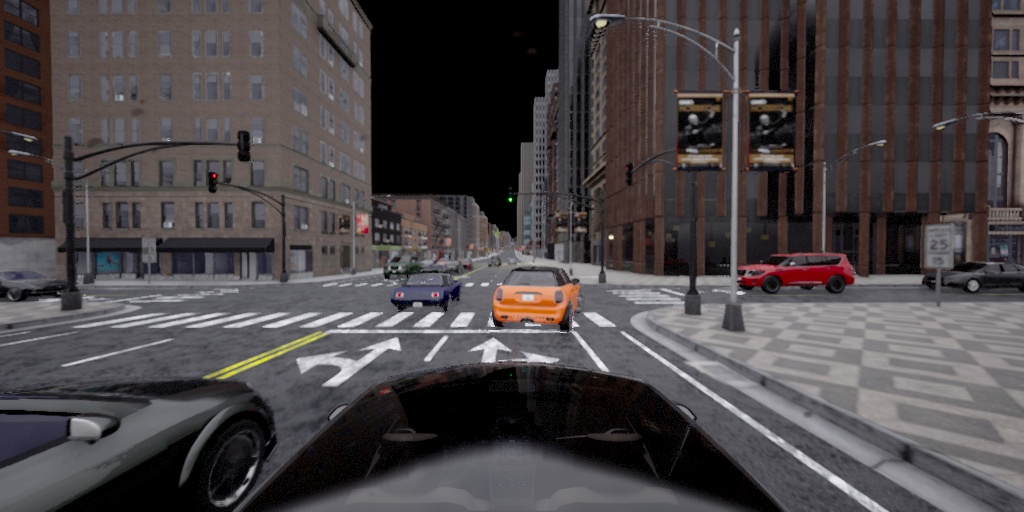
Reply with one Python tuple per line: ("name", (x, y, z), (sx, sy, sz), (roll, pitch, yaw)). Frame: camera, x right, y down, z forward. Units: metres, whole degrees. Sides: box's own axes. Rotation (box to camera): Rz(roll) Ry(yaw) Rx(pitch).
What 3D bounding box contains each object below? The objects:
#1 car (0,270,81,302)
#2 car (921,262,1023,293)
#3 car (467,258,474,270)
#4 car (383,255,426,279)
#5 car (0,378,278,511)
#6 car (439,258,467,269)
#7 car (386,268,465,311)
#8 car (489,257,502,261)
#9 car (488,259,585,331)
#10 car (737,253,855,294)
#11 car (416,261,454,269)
("car", (-24.108, 1.378, 17.069), (5.357, 1.411, 2.033), (0, 1, 0))
("car", (24.895, 1.098, 19.112), (4.892, 1.490, 1.837), (0, 1, 0))
("car", (-6.594, 1.070, 50.184), (2.097, 1.767, 4.553), (0, 0, 0))
("car", (-9.855, 0.951, 32.749), (2.150, 2.045, 5.566), (0, 0, 0))
("car", (-3.151, 1.315, 1.567), (1.994, 1.385, 4.181), (0, 0, 0))
("car", (-6.602, 1.230, 40.351), (1.837, 1.490, 4.892), (0, 0, 0))
("car", (-3.149, 1.339, 14.231), (1.895, 1.301, 4.718), (0, 0, 0))
("car", (-3.156, 1.307, 62.389), (1.895, 1.301, 4.718), (0, 0, 0))
("car", (0.983, 1.092, 11.260), (2.097, 1.767, 4.553), (0, 0, 15))
("car", (14.839, 0.855, 19.075), (5.566, 2.045, 2.150), (0, 1, 0))
("car", (-6.590, 1.331, 31.080), (1.895, 1.301, 4.718), (0, 0, -1))
